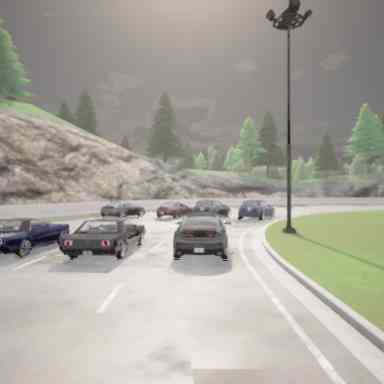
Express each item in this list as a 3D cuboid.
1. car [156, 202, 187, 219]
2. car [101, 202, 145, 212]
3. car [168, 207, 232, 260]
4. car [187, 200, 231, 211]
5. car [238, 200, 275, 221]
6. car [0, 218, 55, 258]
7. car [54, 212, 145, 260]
[{"bbox_3d":[-1.501,1.629,30.216,1.812,1.442,4.674,0,0,27],"label":"car"},{"bbox_3d":[-6.026,1.593,29.444,2.128,1.511,4.902,0,0,23],"label":"car"},{"bbox_3d":[0.428,1.549,12.634,1.837,1.490,4.892,0,0,5],"label":"car"},{"bbox_3d":[1.782,1.451,28.957,2.097,1.767,4.553,0,0,27],"label":"car"},{"bbox_3d":[5.679,1.450,28.801,2.097,1.767,4.553,0,0,29],"label":"car"},{"bbox_3d":[-6.571,1.646,12.996,1.895,1.301,4.718,0,0,5],"label":"car"},{"bbox_3d":[-3.103,1.645,12.656,1.895,1.301,4.718,0,0,4],"label":"car"}]
